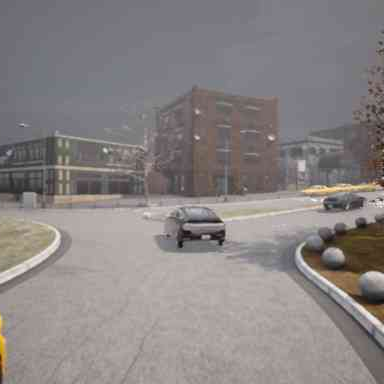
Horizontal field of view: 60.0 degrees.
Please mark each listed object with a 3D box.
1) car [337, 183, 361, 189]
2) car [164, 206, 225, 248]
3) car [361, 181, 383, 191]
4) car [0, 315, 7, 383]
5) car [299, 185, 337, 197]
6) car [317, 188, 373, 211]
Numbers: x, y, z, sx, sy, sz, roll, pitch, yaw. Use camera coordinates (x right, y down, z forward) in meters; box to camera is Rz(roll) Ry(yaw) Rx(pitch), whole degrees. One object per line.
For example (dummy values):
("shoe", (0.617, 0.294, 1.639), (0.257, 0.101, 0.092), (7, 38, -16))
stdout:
("car", (21.575, -0.484, 48.040), (5.366, 1.575, 1.946), (-4, 3, -31))
("car", (-0.032, 1.355, 14.136), (2.128, 1.511, 4.902), (1, 0, -13))
("car", (26.307, -0.796, 50.874), (5.366, 1.575, 1.946), (-4, 3, -31))
("car", (-2.927, 1.434, 1.456), (1.882, 1.535, 5.008), (1, 1, 3))
("car", (16.839, -0.170, 45.214), (5.366, 1.575, 1.946), (-4, 3, -31))
("car", (13.126, 0.745, 28.406), (4.892, 1.490, 1.837), (-4, 3, -37))
